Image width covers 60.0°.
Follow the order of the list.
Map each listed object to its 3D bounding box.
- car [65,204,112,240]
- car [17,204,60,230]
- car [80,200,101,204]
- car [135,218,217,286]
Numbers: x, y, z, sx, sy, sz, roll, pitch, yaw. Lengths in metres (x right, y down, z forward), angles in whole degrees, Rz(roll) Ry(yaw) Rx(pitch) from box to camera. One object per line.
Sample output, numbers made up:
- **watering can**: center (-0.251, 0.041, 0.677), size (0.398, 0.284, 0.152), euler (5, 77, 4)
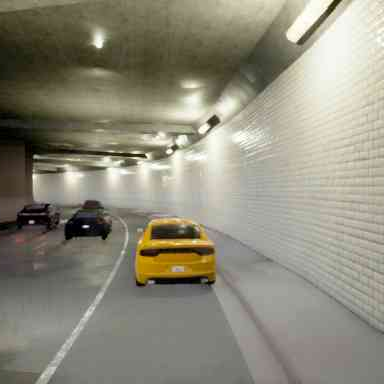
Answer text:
- **car**: center (-5.262, 1.564, 17.238), size (1.994, 1.385, 4.181), euler (0, 0, -11)
- **car**: center (-9.719, 1.492, 21.310), size (2.128, 1.511, 4.902), euler (0, 0, -14)
- **car**: center (-9.825, 1.505, 32.399), size (1.837, 1.490, 4.892), euler (1, 0, -22)
- **car**: center (-0.553, 1.477, 9.496), size (1.882, 1.535, 5.008), euler (0, 0, -6)
